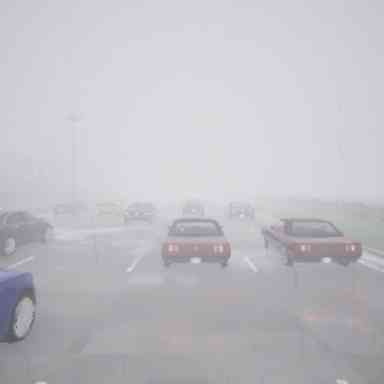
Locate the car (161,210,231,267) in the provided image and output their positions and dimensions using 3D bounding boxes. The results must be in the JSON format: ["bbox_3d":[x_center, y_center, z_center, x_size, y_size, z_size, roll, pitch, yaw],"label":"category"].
[{"bbox_3d":[0.108,1.511,11.033,1.895,1.301,4.718,0,0,0],"label":"car"}]

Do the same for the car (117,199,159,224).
[{"bbox_3d":[-3.382,1.362,22.810,2.033,1.411,5.357,0,0,0],"label":"car"}]

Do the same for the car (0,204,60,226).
[{"bbox_3d":[-6.891,1.403,12.358,1.837,1.490,4.892,0,0,0],"label":"car"}]

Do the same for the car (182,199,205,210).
[{"bbox_3d":[0.114,1.294,28.710,1.812,1.442,4.674,0,0,0],"label":"car"}]

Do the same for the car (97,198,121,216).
[{"bbox_3d":[-6.873,1.240,29.261,1.882,1.535,5.008,0,0,0],"label":"car"}]

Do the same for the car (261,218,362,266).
[{"bbox_3d":[3.608,1.511,11.097,1.895,1.301,4.718,0,0,0],"label":"car"}]

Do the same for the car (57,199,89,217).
[{"bbox_3d":[-10.386,1.291,28.719,1.812,1.442,4.674,0,0,0],"label":"car"}]

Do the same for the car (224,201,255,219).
[{"bbox_3d":[3.623,1.391,26.097,1.895,1.301,4.718,0,0,0],"label":"car"}]

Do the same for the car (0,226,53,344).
[{"bbox_3d":[-3.416,1.449,3.312,1.882,1.535,5.008,0,1,0],"label":"car"}]
